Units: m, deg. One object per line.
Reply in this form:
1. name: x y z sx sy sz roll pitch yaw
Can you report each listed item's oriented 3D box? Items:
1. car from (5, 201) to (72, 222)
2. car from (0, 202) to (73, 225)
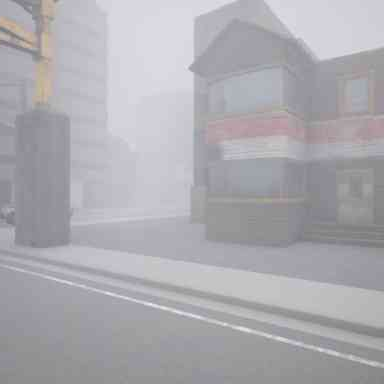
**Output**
1. car: -10.679 1.294 23.547 1.853 1.218 4.536 0 0 15
2. car: -10.693 1.452 23.497 2.038 1.542 4.974 0 0 15
